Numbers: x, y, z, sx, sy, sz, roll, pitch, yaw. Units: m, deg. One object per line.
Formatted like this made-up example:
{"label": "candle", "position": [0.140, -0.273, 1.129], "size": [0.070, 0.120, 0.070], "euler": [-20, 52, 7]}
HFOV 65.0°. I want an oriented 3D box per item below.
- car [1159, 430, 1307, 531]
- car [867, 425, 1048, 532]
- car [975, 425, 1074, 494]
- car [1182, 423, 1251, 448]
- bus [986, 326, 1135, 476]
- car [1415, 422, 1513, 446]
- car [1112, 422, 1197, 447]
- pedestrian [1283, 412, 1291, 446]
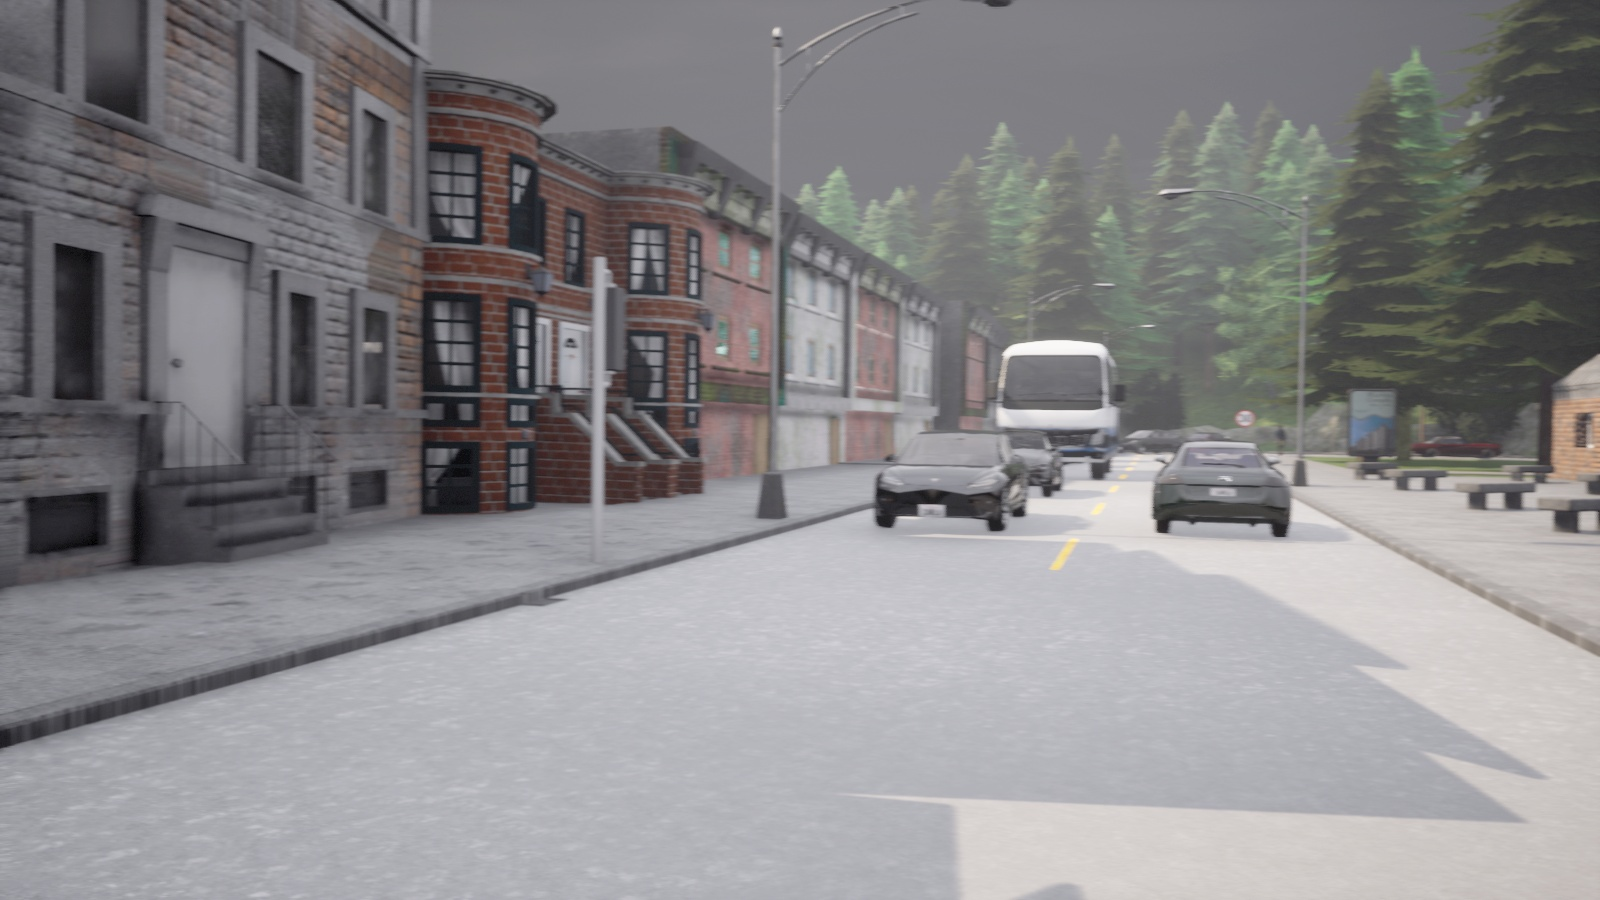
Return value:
{"label": "car", "position": [6.731, 0.393, 19.862], "size": [1.994, 1.385, 4.181], "euler": [0, 1, 16]}
{"label": "car", "position": [2.680, 0.357, 20.254], "size": [2.163, 1.488, 4.792], "euler": [0, 1, 16]}
{"label": "car", "position": [5.284, 0.165, 29.193], "size": [1.816, 1.474, 4.193], "euler": [0, 1, 16]}
{"label": "car", "position": [24.298, -0.855, 73.221], "size": [4.181, 1.385, 1.994], "euler": [-2, 1, -42]}
{"label": "bus", "position": [8.794, -1.502, 41.178], "size": [3.944, 4.253, 10.273], "euler": [0, 1, 16]}
{"label": "car", "position": [38.225, -0.928, 72.430], "size": [4.718, 1.301, 1.895], "euler": [0, 1, 16]}
{"label": "car", "position": [21.583, -0.959, 76.416], "size": [4.792, 1.488, 2.163], "euler": [-1, 1, -29]}
{"label": "pedestrian", "position": [26.403, -1.124, 68.098], "size": [0.370, 1.835, 0.726], "euler": [0, 1, 20]}
